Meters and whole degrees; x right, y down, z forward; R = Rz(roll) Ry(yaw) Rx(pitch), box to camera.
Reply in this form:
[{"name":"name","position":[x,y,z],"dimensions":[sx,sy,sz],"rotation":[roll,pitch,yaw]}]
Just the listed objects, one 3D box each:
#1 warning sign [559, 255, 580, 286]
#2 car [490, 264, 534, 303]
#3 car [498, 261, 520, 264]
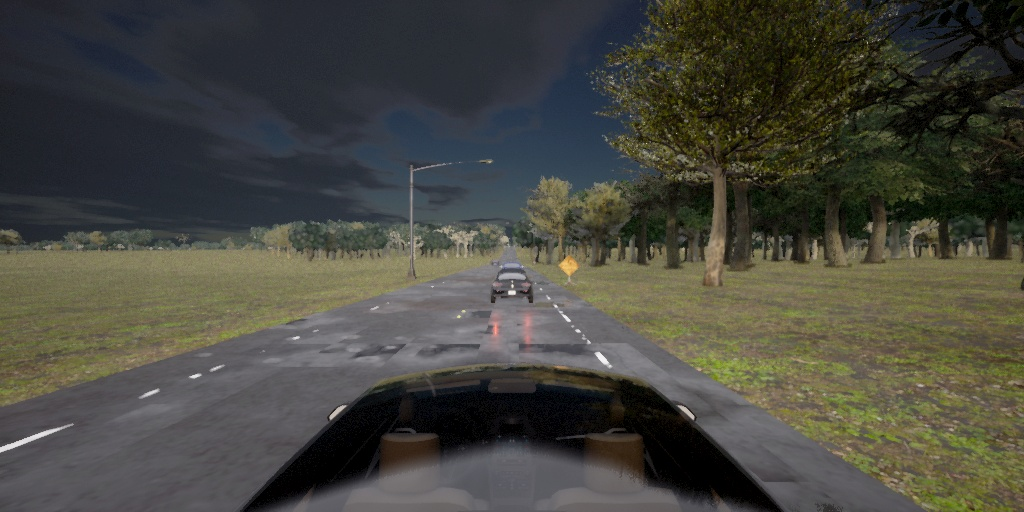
[{"name":"warning sign","position":[3.550,0.888,22.293],"dimensions":[1.300,1.860,1.060],"rotation":[0,0,0]},{"name":"car","position":[0.000,1.294,16.502],"dimensions":[1.812,1.442,4.674],"rotation":[0,0,0]},{"name":"car","position":[0.000,1.281,31.504],"dimensions":[1.882,1.535,5.008],"rotation":[0,0,0]}]
